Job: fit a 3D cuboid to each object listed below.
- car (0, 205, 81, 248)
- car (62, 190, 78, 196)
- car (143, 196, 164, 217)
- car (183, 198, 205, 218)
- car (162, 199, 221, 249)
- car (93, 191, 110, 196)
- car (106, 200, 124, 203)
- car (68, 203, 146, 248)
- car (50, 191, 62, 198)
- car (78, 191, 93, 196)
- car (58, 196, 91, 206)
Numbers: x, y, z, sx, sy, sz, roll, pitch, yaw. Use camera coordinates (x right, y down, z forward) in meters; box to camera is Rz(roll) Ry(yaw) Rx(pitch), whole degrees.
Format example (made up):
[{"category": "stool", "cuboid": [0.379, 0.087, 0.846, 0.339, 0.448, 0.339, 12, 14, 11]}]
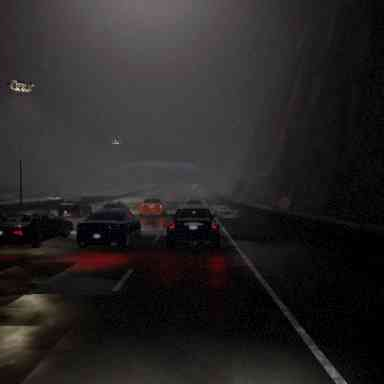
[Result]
[{"category": "car", "cuboid": [-6.938, 1.533, 14.579, 2.033, 1.411, 5.357, 0, 0, 0]}, {"category": "car", "cuboid": [-27.459, 0.333, 76.728, 2.097, 1.767, 4.553, 0, 2, 0]}, {"category": "car", "cuboid": [-3.323, 1.225, 29.516, 2.097, 1.767, 4.553, 0, 1, 0]}, {"category": "car", "cuboid": [0.178, 1.373, 29.520, 1.837, 1.490, 4.892, 0, 1, 0]}, {"category": "car", "cuboid": [0.061, 1.332, 14.494, 2.097, 1.767, 4.553, 0, 0, 0]}, {"category": "car", "cuboid": [-20.459, 0.515, 76.649, 2.033, 1.411, 5.357, 0, 2, 0]}, {"category": "car", "cuboid": [-6.822, 1.433, 29.575, 1.994, 1.385, 4.181, 0, 1, 0]}, {"category": "car", "cuboid": [-3.438, 1.452, 14.552, 1.882, 1.535, 5.008, 0, 0, 0]}, {"category": "car", "cuboid": [-30.959, 0.480, 76.729, 1.837, 1.490, 4.892, 0, 2, 0]}, {"category": "car", "cuboid": [-23.959, 0.501, 76.675, 1.812, 1.442, 4.674, 0, 2, 0]}, {"category": "car", "cuboid": [-10.322, 1.379, 29.602, 1.837, 1.490, 4.892, 0, 1, 0]}]
